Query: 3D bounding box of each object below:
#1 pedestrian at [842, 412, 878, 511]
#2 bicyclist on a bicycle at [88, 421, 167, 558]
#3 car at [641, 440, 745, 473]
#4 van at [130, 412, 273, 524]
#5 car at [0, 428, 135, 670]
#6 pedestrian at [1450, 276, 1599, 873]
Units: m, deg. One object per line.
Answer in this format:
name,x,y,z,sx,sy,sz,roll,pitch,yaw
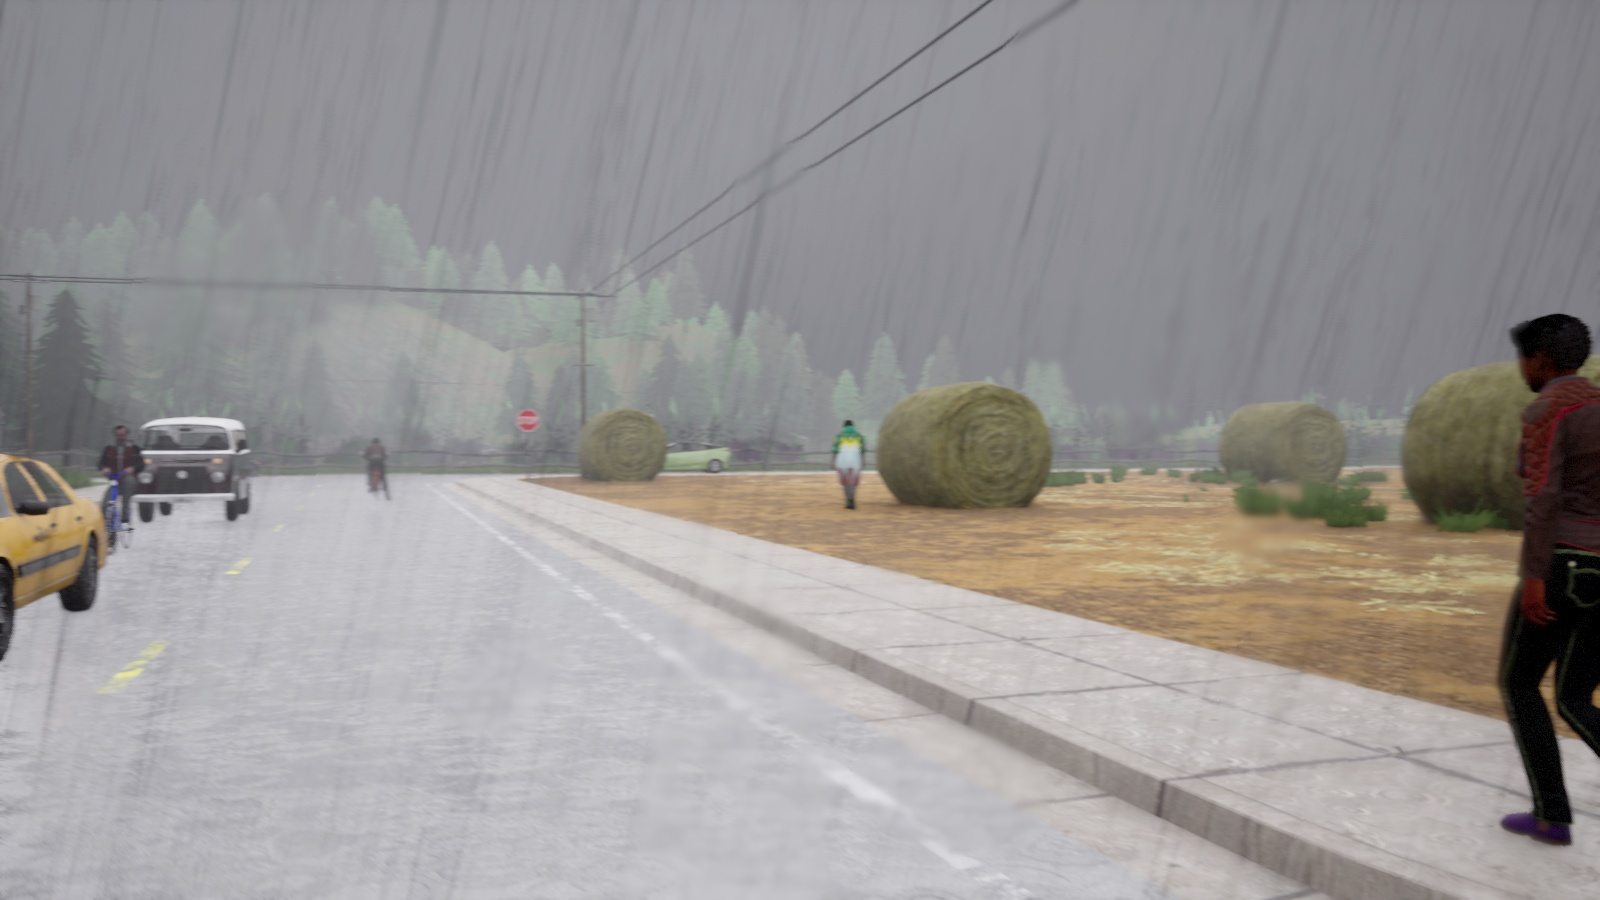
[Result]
pedestrian,1.192,0.223,24.998,0.659,1.952,0.873,0,0,-2
bicyclist on a bicycle,-9.207,0.514,17.256,0.659,1.776,1.843,0,-1,-19
car,-4.997,0.275,58.606,4.514,1.525,2.007,0,0,-16
van,-11.880,0.315,25.221,2.069,2.038,4.480,0,0,-19
car,-6.743,0.632,9.909,1.801,1.575,5.366,0,0,-19
pedestrian,2.536,0.375,4.021,0.328,1.805,0.869,0,0,-12
